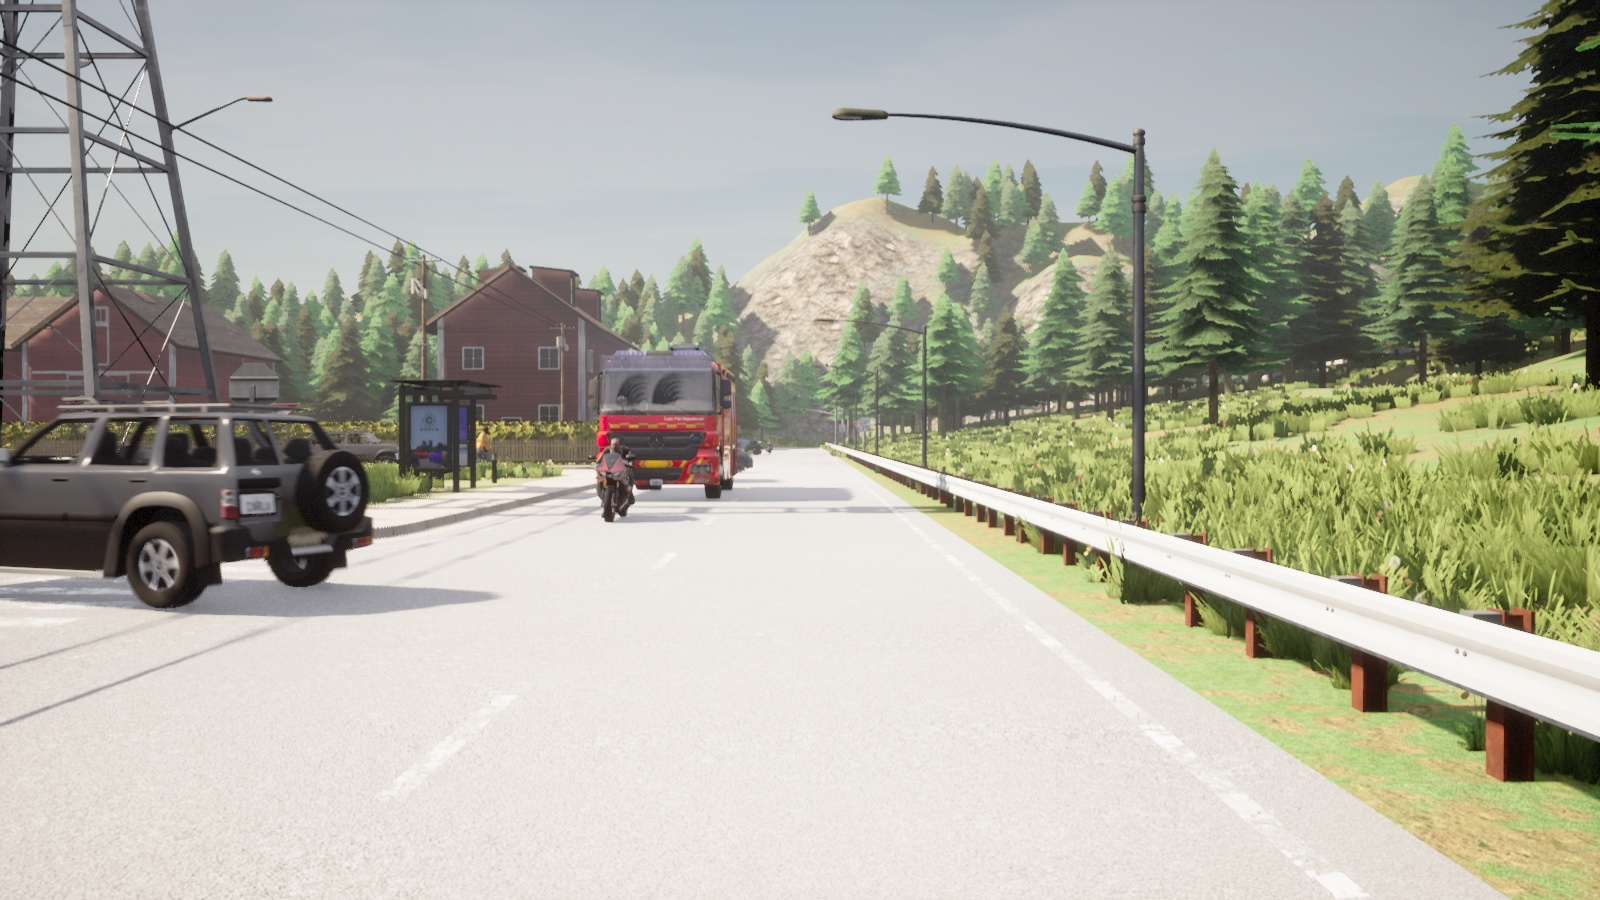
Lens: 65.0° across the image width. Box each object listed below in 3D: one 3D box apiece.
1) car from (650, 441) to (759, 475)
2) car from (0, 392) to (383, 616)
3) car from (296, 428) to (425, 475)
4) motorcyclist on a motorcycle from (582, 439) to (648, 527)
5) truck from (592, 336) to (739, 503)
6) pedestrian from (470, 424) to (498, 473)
[{"bbox_3d":[-4.017,0.301,52.940,4.181,1.385,1.994,0,1,-21],"label":"car"},{"bbox_3d":[-6.560,0.442,12.089,4.605,1.855,1.932,0,0,19],"label":"car"},{"bbox_3d":[-18.068,0.057,51.718,4.605,1.855,1.932,-1,1,0],"label":"car"},{"bbox_3d":[-3.349,0.559,22.922,0.866,1.530,2.191,0,1,0],"label":"motorcyclist on a motorcycle"},{"bbox_3d":[-3.289,-0.736,32.957,2.891,3.827,8.468,0,1,0],"label":"truck"},{"bbox_3d":[-12.046,-0.066,47.871,0.900,1.855,0.874,0,1,-6],"label":"pedestrian"}]
